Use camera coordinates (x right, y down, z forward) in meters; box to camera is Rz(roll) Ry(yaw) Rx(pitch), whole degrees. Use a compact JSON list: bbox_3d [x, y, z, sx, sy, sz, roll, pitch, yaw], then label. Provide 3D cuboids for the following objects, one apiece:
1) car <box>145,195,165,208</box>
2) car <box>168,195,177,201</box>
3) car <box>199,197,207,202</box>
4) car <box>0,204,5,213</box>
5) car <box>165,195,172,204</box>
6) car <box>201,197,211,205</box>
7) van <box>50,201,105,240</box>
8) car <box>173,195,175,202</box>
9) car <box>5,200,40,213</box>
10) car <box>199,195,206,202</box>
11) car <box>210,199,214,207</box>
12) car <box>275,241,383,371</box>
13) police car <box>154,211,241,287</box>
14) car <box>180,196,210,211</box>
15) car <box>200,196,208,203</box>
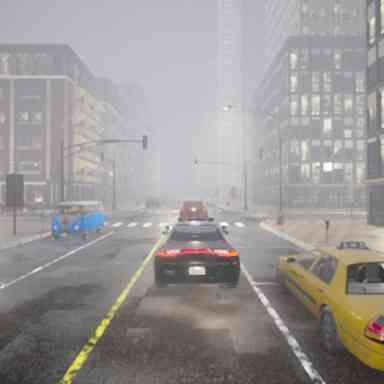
[{"bbox_3d":[-5.630,1.425,49.187,2.192,1.841,5.009,0,0,0],"label":"car"},{"bbox_3d":[-5.584,1.643,94.490,2.192,1.841,5.009,0,0,0],"label":"car"},{"bbox_3d":[2.783,1.830,83.154,1.947,1.339,4.313,0,0,0],"label":"car"},{"bbox_3d":[-18.994,1.224,27.827,5.009,1.841,2.192,0,-1,0],"label":"car"},{"bbox_3d":[-5.615,1.742,66.173,1.947,1.339,4.313,0,0,0],"label":"car"},{"bbox_3d":[2.766,1.703,66.335,1.752,1.417,4.829,0,0,0],"label":"car"},{"bbox_3d":[-5.642,1.363,16.781,1.690,1.788,3.998,1,0,0],"label":"van"},{"bbox_3d":[-5.602,1.673,77.499,1.967,1.590,4.097,0,0,0],"label":"car"},{"bbox_3d":[-19.016,1.550,36.203,4.507,1.381,1.887,0,-1,0],"label":"car"},{"bbox_3d":[2.789,1.735,88.817,1.967,1.590,4.097,0,0,0],"label":"car"},{"bbox_3d":[2.755,1.655,55.010,1.752,1.417,4.829,0,0,0],"label":"car"},{"bbox_3d":[2.713,1.531,5.896,1.752,1.417,4.829,1,0,0],"label":"car"},{"bbox_3d":[0.110,1.511,9.448,2.038,1.542,4.974,0,-1,0],"label":"police car"},{"bbox_3d":[0.125,1.395,26.820,2.097,1.767,4.553,0,0,0],"label":"car"},{"bbox_3d":[2.777,1.759,77.660,1.752,1.417,4.829,0,0,0],"label":"car"}]
